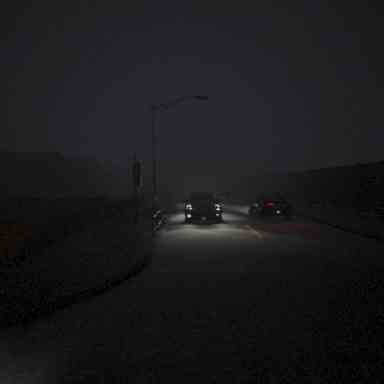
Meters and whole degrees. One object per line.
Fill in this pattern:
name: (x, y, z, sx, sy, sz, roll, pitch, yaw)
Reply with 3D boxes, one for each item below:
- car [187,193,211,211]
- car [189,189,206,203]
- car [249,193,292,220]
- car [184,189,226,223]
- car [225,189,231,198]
car: (0.579, 0.808, 29.664, 1.895, 1.301, 4.718, -1, 1, 0)
car: (0.575, 0.415, 40.092, 1.882, 1.535, 5.008, -1, 1, 0)
car: (4.800, 0.840, 20.978, 2.128, 1.511, 4.902, -1, 1, 0)
car: (0.607, 0.802, 20.293, 2.097, 1.767, 4.553, -1, 1, 0)
car: (4.534, 0.238, 48.626, 1.895, 1.301, 4.718, -1, 2, 0)
